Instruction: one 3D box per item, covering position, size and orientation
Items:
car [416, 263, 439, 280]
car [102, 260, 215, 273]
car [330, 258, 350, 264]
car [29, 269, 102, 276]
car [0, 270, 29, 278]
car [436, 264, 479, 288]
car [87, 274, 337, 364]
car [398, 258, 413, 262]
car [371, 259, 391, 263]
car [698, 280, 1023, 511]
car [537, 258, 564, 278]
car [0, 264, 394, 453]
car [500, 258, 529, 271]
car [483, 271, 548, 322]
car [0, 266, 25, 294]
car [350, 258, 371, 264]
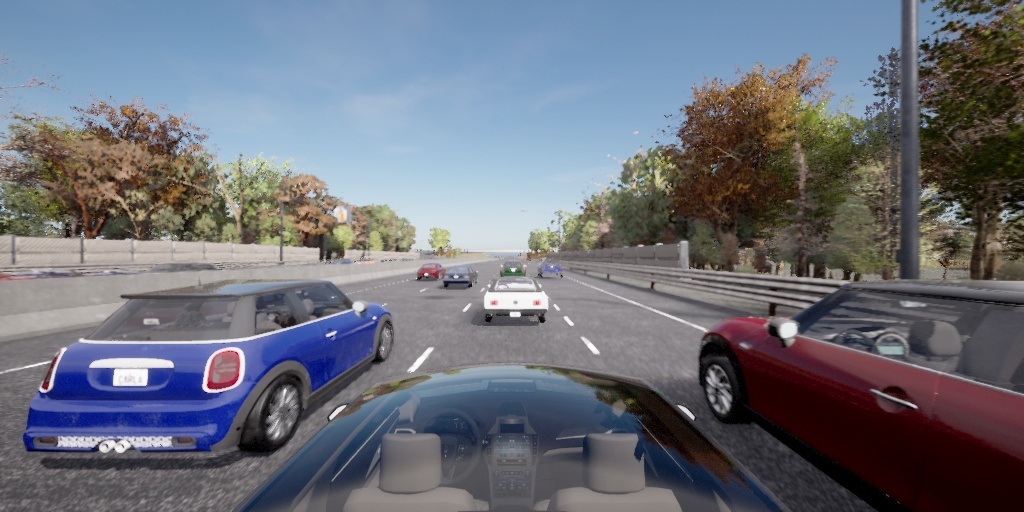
[{"bbox_3d":[-6.903,1.312,31.138,1.812,1.442,4.674,0,0,0],"label":"car"},{"bbox_3d":[-17.600,1.120,18.693,2.097,1.767,4.553,0,0,0],"label":"car"},{"bbox_3d":[-28.030,1.186,59.018,2.097,1.767,4.553,0,0,1],"label":"car"},{"bbox_3d":[-21.102,1.369,18.780,1.895,1.301,4.718,0,0,0],"label":"car"},{"bbox_3d":[-24.602,1.369,18.649,1.895,1.301,4.718,0,0,0],"label":"car"},{"bbox_3d":[-3.402,1.324,24.371,2.033,1.411,5.357,0,0,0],"label":"car"},{"bbox_3d":[-6.901,1.304,9.364,2.033,1.411,5.357,0,0,0],"label":"car"},{"bbox_3d":[-17.549,1.187,59.333,2.097,1.767,4.553,0,0,1],"label":"car"},{"bbox_3d":[-21.039,1.435,59.223,1.895,1.301,4.718,0,0,1],"label":"car"},{"bbox_3d":[3.364,0.950,2.719,2.097,1.767,4.553,0,0,2],"label":"car"},{"bbox_3d":[3.497,0.989,33.365,2.097,1.767,4.553,0,0,0],"label":"car"},{"bbox_3d":[-3.402,1.105,5.325,2.097,1.767,4.553,0,0,0],"label":"car"},{"bbox_3d":[0.096,1.136,29.799,2.097,1.767,4.553,0,0,0],"label":"car"},{"bbox_3d":[0.099,1.361,12.376,1.895,1.301,4.718,0,0,0],"label":"car"},{"bbox_3d":[-28.100,1.293,17.674,1.812,1.442,4.674,0,0,0],"label":"car"},{"bbox_3d":[-24.528,1.188,59.850,2.097,1.767,4.553,0,0,0],"label":"car"}]
